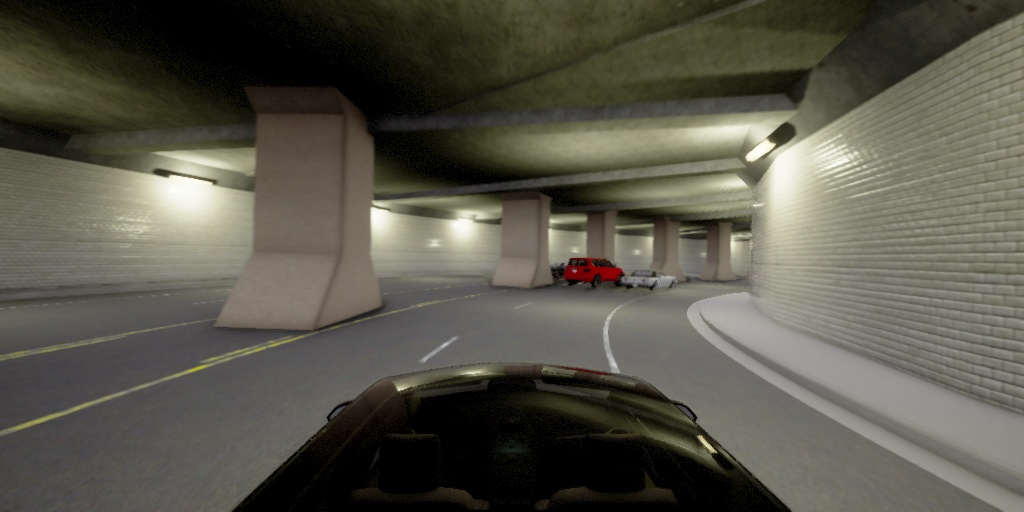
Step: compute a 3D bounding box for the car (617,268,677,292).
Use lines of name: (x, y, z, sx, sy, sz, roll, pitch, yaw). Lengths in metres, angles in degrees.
car: (9.336, 1.612, 24.150, 4.718, 1.301, 1.895, 2, 0, -44)

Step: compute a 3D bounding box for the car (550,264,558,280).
car: (4.269, 1.437, 33.628, 4.181, 1.385, 1.994, 2, 0, -39)

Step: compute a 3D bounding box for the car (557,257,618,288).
car: (5.976, 1.140, 25.682, 2.150, 2.045, 5.566, 1, 0, 43)
